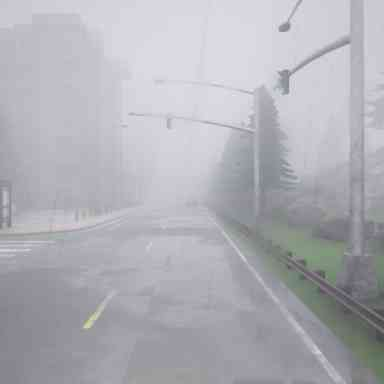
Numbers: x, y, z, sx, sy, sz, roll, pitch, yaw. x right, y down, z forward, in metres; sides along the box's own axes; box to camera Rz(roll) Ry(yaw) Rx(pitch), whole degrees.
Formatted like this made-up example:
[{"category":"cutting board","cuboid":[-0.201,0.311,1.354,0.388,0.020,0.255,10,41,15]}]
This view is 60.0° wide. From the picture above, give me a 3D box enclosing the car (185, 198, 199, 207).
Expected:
[{"category":"car","cuboid":[-0.013,1.564,50.635,1.994,1.385,4.181,0,0,0]}]
